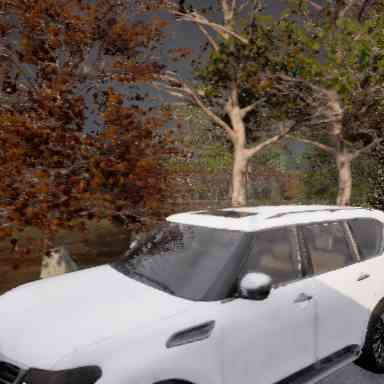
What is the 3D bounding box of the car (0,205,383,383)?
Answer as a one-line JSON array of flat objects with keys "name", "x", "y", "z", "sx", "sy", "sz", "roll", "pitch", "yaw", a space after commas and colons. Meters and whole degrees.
[{"name": "car", "x": 0.543, "y": 1.221, "z": 4.074, "sx": 5.566, "sy": 2.045, "sz": 2.150, "roll": 0, "pitch": 0, "yaw": -36}]
